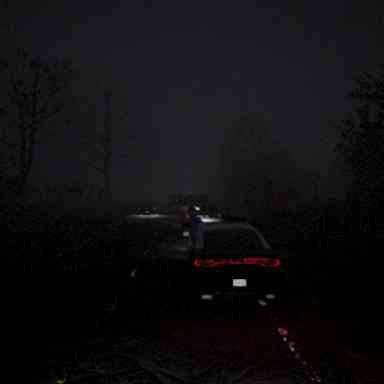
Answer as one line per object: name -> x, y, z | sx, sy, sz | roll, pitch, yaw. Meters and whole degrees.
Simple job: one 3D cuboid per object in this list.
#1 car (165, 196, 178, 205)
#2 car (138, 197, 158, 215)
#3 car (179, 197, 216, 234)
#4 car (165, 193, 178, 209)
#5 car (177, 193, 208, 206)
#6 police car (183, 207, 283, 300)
car -> -3.696, 1.467, 59.193 | 1.837, 1.490, 4.892 | 0, 0, -8
car -> -4.456, 1.523, 34.489 | 2.033, 1.411, 5.357 | 0, 0, -4
car -> 0.492, 1.336, 18.439 | 2.097, 1.767, 4.553 | 0, 0, -2
car -> -2.187, 1.190, 45.305 | 2.150, 2.045, 5.566 | 0, 0, -5
car -> 0.206, 1.205, 24.522 | 2.150, 2.045, 5.566 | 0, 0, -3
police car -> 0.799, 1.418, 8.535 | 1.930, 1.638, 5.238 | 0, 0, -1
